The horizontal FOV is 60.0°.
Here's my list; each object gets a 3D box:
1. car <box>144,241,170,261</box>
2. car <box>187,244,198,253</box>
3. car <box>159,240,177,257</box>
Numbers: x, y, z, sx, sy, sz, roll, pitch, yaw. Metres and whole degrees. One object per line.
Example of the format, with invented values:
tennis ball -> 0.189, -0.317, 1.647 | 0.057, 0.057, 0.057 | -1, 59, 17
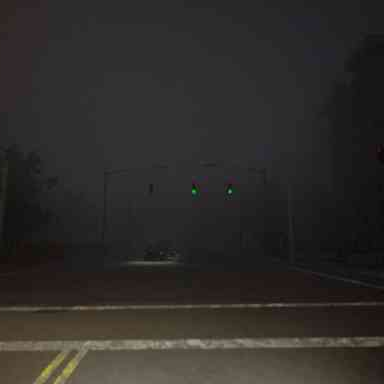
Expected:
car -> -3.500, 5.853, 32.473 | 1.882, 1.535, 5.008 | 0, -9, 0
car -> 0.160, 9.908, 58.190 | 2.128, 1.511, 4.902 | 0, -9, 0
car -> -3.460, 7.177, 42.525 | 2.150, 2.045, 5.566 | 0, -9, 1
